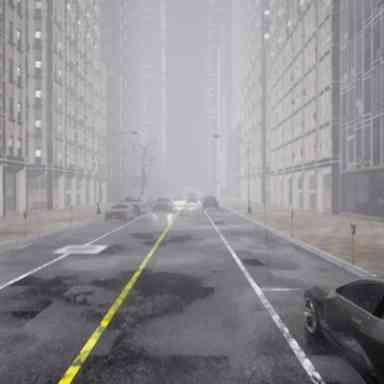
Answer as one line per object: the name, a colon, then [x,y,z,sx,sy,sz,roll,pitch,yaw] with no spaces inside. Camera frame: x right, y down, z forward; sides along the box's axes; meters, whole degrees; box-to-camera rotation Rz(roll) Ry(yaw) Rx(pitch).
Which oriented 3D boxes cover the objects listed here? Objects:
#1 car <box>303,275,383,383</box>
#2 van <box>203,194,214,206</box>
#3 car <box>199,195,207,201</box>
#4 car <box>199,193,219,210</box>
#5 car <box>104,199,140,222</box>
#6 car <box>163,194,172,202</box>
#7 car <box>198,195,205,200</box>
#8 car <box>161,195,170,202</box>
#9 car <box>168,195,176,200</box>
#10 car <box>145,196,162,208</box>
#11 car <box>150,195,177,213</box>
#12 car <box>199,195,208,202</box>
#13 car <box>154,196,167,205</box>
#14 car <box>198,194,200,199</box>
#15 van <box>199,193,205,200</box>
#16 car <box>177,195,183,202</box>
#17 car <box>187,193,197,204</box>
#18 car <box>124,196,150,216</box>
car: [2.686,1.566,3.725,1.947,1.339,4.313,0,0,0]
van: [2.686,1.309,55.010,1.690,1.788,3.998,0,0,0]
car: [2.688,1.499,83.504,1.802,1.307,4.206,0,0,0]
car: [2.386,1.336,43.815,2.097,1.767,4.553,0,0,0]
car: [-5.694,1.540,26.521,1.887,1.381,4.507,0,0,0]
car: [-5.694,1.370,77.808,1.967,1.590,4.097,0,0,0]
car: [2.688,1.432,94.901,1.887,1.381,4.507,0,0,0]
car: [-5.693,1.467,71.938,1.752,1.417,4.829,0,0,0]
car: [-5.693,1.453,94.902,1.947,1.339,4.313,0,0,0]
car: [-5.694,1.415,49.315,1.967,1.590,4.097,0,0,0]
car: [-3.095,1.341,35.965,2.097,1.767,4.553,0,0,0]
car: [2.688,1.480,77.807,2.008,1.369,4.403,0,0,0]
car: [-5.694,1.511,60.712,2.008,1.369,4.403,0,0,0]
car: [2.687,1.275,60.709,2.192,1.841,5.009,0,0,0]
van: [2.688,1.243,89.202,1.690,1.788,3.998,0,0,0]
car: [-3.001,1.401,77.038,1.882,1.535,5.008,0,0,0]
car: [0.000,1.450,61.873,2.128,1.511,4.902,0,0,0]
car: [-5.695,1.307,32.220,2.192,1.841,5.009,0,0,0]
